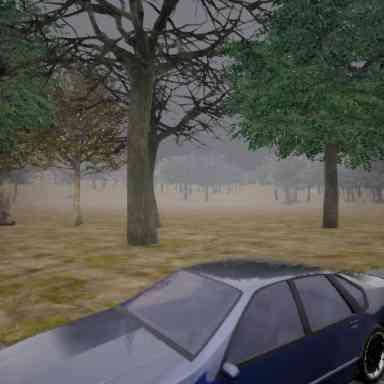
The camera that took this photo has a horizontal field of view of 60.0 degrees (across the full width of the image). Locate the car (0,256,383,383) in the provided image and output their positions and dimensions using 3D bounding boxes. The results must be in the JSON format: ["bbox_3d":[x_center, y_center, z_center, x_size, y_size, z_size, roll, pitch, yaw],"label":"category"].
[{"bbox_3d":[0.555,1.548,3.819,5.357,1.411,2.033,0,0,-36],"label":"car"}]
